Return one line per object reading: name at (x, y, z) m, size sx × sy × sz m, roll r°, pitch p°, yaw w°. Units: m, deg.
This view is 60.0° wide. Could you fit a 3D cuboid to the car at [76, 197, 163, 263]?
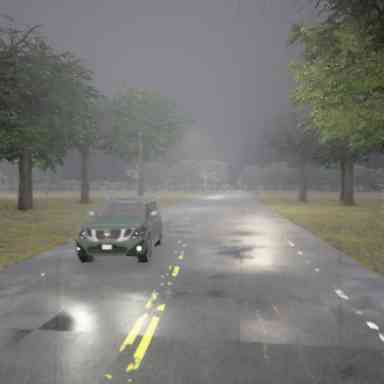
car at (-2.379, 1.226, 12.365) m, size 2.150 × 2.045 × 5.566 m, roll 0°, pitch 0°, yaw 2°
